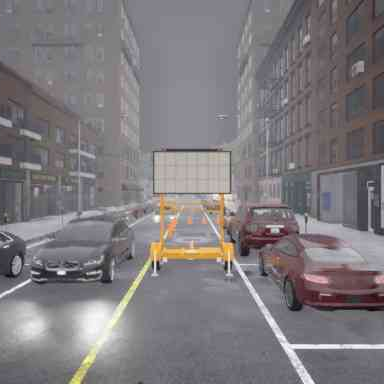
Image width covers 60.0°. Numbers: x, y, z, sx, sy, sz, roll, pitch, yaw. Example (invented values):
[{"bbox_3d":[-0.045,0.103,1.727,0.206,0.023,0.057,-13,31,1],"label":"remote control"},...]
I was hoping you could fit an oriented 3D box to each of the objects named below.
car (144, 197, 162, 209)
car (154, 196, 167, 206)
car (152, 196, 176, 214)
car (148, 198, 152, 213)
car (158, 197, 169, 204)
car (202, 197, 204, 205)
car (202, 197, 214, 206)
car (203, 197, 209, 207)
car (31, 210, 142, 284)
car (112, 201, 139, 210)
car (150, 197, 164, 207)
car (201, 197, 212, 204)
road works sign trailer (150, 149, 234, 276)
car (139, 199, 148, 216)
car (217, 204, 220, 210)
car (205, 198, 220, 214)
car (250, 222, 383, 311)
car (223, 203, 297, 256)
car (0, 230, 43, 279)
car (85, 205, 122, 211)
[{"bbox_3d":[-5.372,1.446,46.071,1.967,1.590,4.097,0,0,0],"label":"car"},{"bbox_3d":[-5.368,1.454,57.109,1.967,1.590,4.097,0,0,0],"label":"car"},{"bbox_3d":[-2.738,1.479,35.124,1.882,1.535,5.008,0,0,0],"label":"car"},{"bbox_3d":[-5.376,1.567,35.034,1.947,1.339,4.313,0,0,0],"label":"car"},{"bbox_3d":[-5.366,1.601,62.628,1.802,1.307,4.206,0,0,0],"label":"car"},{"bbox_3d":[2.653,1.531,46.241,1.752,1.417,4.829,0,0,0],"label":"car"},{"bbox_3d":[2.657,1.596,57.107,1.802,1.307,4.206,0,0,0],"label":"car"},{"bbox_3d":[2.651,1.584,40.553,1.802,1.307,4.206,0,0,0],"label":"car"},{"bbox_3d":[-2.846,1.505,9.680,1.837,1.490,4.892,0,0,0],"label":"car"},{"bbox_3d":[-5.380,1.551,23.996,2.008,1.369,4.403,0,0,0],"label":"car"},{"bbox_3d":[-5.370,1.535,51.419,1.752,1.417,4.829,0,0,0],"label":"car"},{"bbox_3d":[2.659,1.585,62.626,1.947,1.339,4.313,0,0,0],"label":"car"},{"bbox_3d":[0.003,0.464,10.330,2.380,3.560,2.880,0,0,0],"label":"road works sign trailer"},{"bbox_3d":[-5.378,1.545,29.515,1.887,1.381,4.507,0,0,0],"label":"car"},{"bbox_3d":[2.639,1.525,18.648,1.752,1.417,4.829,0,0,0],"label":"car"},{"bbox_3d":[2.649,1.583,35.035,1.802,1.307,4.206,0,0,0],"label":"car"},{"bbox_3d":[2.639,1.582,7.443,1.802,1.307,4.206,0,0,0],"label":"car"},{"bbox_3d":[2.642,1.315,12.962,2.192,1.841,5.009,0,0,0],"label":"car"},{"bbox_3d":[-5.386,1.551,7.439,2.008,1.369,4.403,0,0,0],"label":"car"},{"bbox_3d":[-5.382,1.582,18.477,1.802,1.307,4.206,0,0,0],"label":"car"}]
